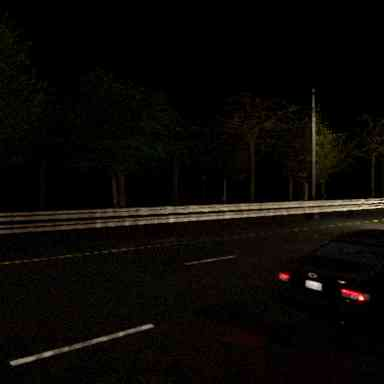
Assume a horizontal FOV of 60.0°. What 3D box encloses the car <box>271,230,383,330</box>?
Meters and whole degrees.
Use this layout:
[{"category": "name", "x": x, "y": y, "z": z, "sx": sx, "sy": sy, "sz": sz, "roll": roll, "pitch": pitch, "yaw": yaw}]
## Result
[{"category": "car", "x": 3.957, "y": 1.500, "z": 6.694, "sx": 5.357, "sy": 1.411, "sz": 2.033, "roll": 0, "pitch": 0, "yaw": -35}]
